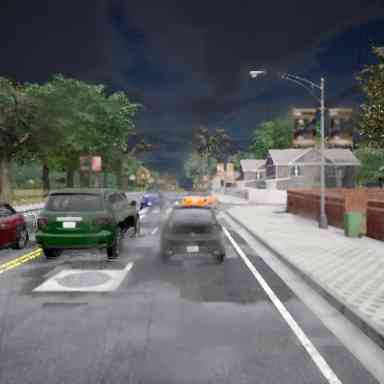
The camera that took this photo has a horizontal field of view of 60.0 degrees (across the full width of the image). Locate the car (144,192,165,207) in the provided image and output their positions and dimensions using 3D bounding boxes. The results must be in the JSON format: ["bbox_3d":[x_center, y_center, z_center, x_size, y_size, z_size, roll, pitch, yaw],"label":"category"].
[{"bbox_3d":[-3.337,0.692,28.584,1.812,1.442,4.674,0,2,0],"label":"car"}]

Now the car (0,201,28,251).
[{"bbox_3d":[-6.641,1.077,9.421,2.097,1.767,4.553,0,2,0],"label":"car"}]

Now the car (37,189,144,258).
[{"bbox_3d":[-3.231,0.889,11.427,2.150,2.045,5.566,0,1,0],"label":"car"}]

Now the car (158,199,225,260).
[{"bbox_3d":[0.017,1.183,11.076,1.837,1.490,4.892,0,1,0],"label":"car"}]

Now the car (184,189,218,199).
[{"bbox_3d":[0.773,0.593,26.655,2.097,1.767,4.553,1,2,15],"label":"car"}]
